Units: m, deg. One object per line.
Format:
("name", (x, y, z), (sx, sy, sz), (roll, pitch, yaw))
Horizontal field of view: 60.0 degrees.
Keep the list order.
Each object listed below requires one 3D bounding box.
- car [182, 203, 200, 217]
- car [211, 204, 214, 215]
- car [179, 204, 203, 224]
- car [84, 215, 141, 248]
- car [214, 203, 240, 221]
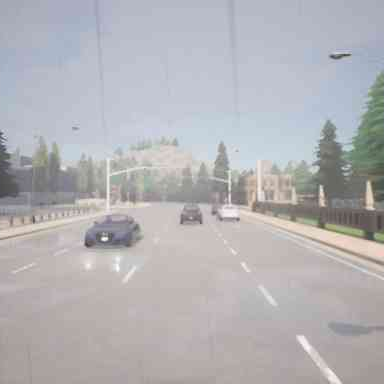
("car", (-0.121, 2.095, 40.169), (2.033, 1.411, 5.357), (0, -1, 0))
("car", (3.374, 2.113, 41.802), (2.033, 1.411, 5.357), (0, -1, 0))
("car", (-0.053, 1.882, 28.552), (2.128, 1.511, 4.902), (0, -1, 0))
("car", (-3.632, 1.785, 15.846), (1.994, 1.385, 4.181), (0, -1, 0))
("car", (3.422, 1.956, 31.830), (1.812, 1.442, 4.674), (0, -1, -1))
